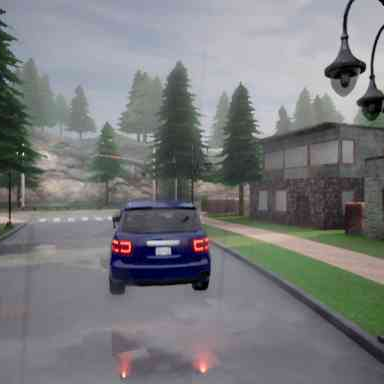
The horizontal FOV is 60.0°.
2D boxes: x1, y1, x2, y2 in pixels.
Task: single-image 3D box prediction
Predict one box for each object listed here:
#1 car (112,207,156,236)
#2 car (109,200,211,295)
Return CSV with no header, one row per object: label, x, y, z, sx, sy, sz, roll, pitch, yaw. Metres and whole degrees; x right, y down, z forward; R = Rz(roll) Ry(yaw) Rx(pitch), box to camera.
car,-3.539,1.609,19.443,1.895,1.301,4.718,0,0,-18
car,-0.979,1.225,9.011,2.150,2.045,5.566,0,0,-9
